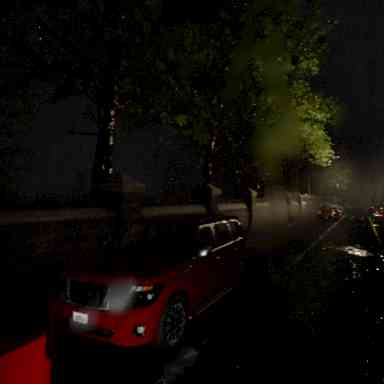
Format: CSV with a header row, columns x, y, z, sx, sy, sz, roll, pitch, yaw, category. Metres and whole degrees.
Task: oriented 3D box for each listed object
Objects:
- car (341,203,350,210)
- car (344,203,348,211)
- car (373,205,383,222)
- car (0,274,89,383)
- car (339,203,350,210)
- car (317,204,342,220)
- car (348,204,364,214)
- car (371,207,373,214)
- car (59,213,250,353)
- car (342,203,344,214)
x,y,z,sx,sy,sz,roll,pitch,yaw,category
35.441,3.248,76.678,1.752,1.417,4.829,0,-1,27,car
22.712,2.676,51.766,2.008,1.369,4.403,0,-1,27,car
20.615,2.401,35.083,2.033,1.411,5.357,1,-1,28,car
-2.901,1.515,1.639,1.887,1.381,4.507,1,-1,27,car
32.957,3.155,71.816,2.008,1.369,4.403,0,-1,27,car
15.030,2.212,36.730,1.967,1.590,4.097,0,-1,27,car
25.836,2.787,51.968,1.895,1.301,4.718,1,-1,27,car
28.558,2.697,50.697,1.882,1.535,5.008,1,-1,27,car
-0.334,1.398,6.656,2.192,1.841,5.009,1,-1,27,car
17.590,2.330,41.741,1.967,1.590,4.097,0,-1,27,car
